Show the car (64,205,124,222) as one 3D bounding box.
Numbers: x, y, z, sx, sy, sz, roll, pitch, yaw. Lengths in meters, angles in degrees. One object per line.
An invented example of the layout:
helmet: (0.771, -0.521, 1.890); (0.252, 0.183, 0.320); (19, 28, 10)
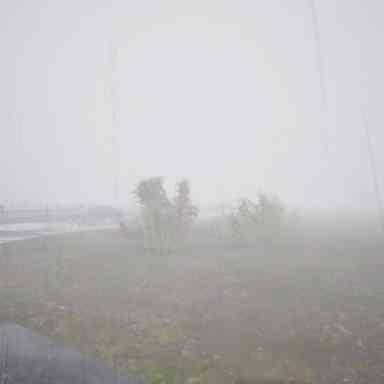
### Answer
car: (-8.543, 1.877, 29.606); (2.033, 1.411, 5.357); (-1, -1, 36)

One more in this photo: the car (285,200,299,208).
car: (17.690, 2.222, 59.861); (1.812, 1.442, 4.674); (-1, -1, 36)

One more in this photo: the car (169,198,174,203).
car: (-2.314, 1.668, 38.252); (2.150, 2.045, 5.566); (-1, -1, 36)

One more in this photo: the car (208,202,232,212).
car: (4.029, 2.090, 47.038); (1.812, 1.442, 4.674); (-1, -1, 36)
